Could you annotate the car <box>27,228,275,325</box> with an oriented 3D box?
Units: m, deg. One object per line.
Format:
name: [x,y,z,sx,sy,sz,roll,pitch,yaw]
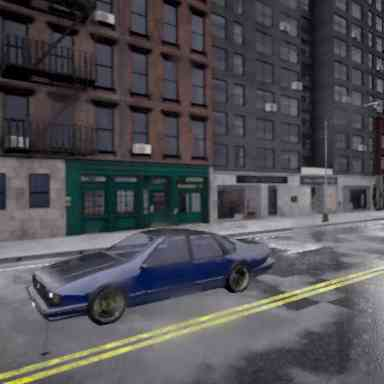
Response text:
car: [-0.557,1.537,7.275,5.357,1.411,2.033,0,0,-35]
